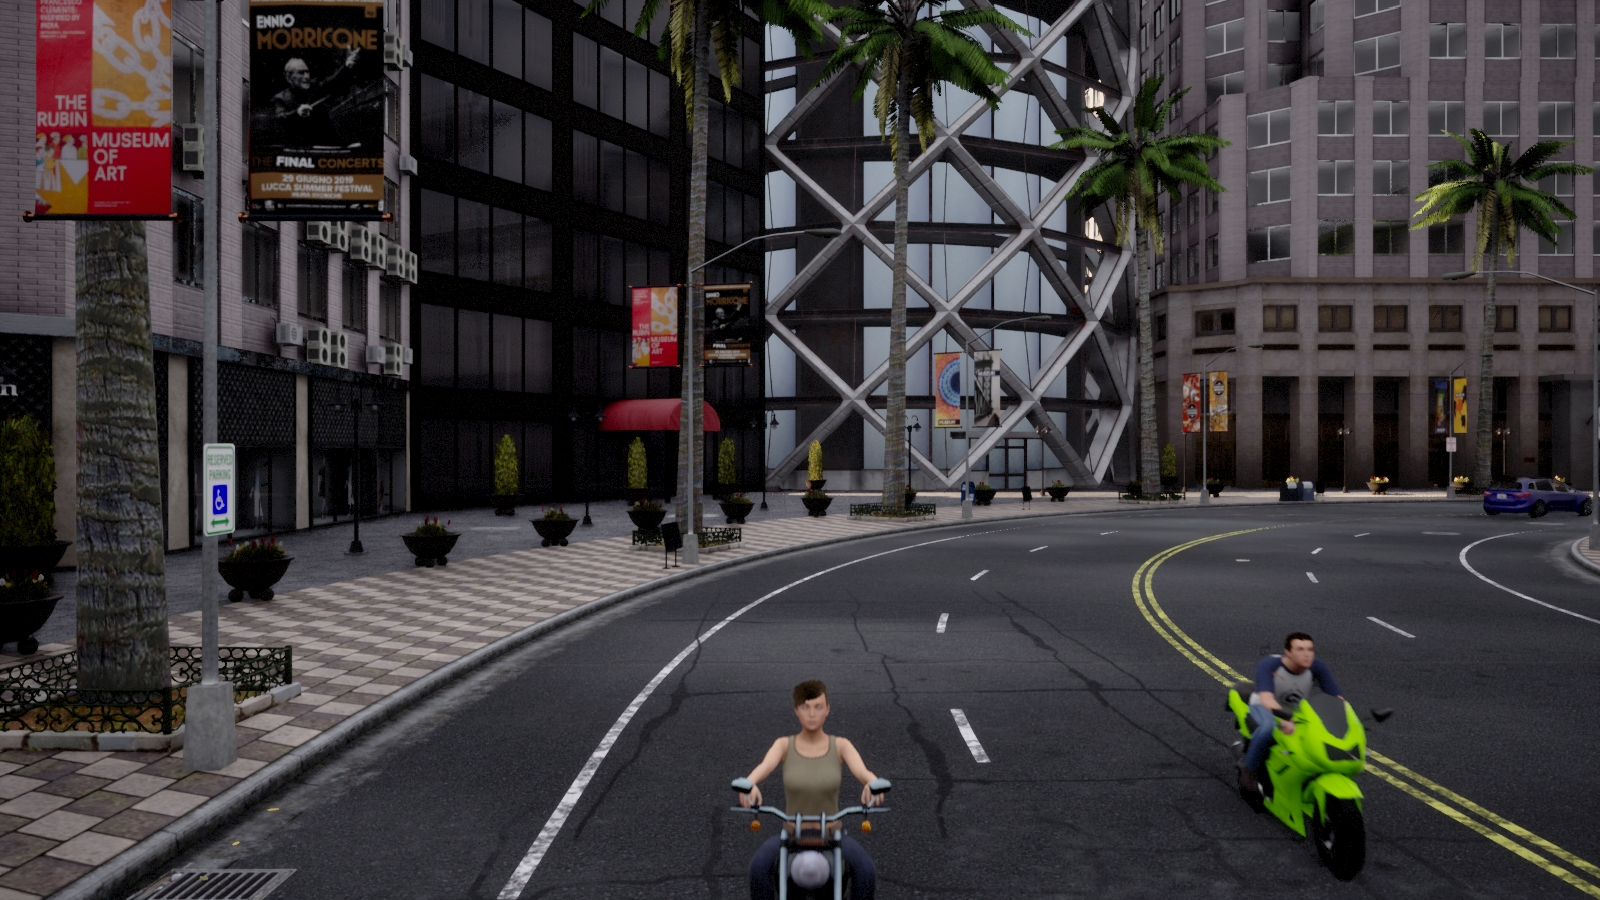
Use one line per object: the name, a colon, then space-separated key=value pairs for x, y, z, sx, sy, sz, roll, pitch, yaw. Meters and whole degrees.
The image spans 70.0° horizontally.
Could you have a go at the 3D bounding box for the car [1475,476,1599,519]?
car: x=31.132 y=1.969 z=48.157 sx=4.611 sy=1.667 sz=2.242 roll=0 pitch=0 yaw=-22

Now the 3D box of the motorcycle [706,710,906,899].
motorcycle: x=0.047 y=2.170 z=5.530 sx=0.764 sy=1.277 sz=2.356 roll=0 pitch=0 yaw=1

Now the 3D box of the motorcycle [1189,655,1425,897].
motorcycle: x=3.501 y=2.214 z=8.132 sx=0.803 sy=1.145 sz=2.033 roll=0 pitch=0 yaw=1
